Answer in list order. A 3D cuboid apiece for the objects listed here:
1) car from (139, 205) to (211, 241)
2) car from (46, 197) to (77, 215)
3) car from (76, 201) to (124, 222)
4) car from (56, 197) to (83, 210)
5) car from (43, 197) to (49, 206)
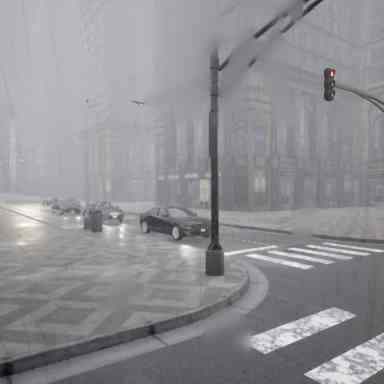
[{"bbox_3d":[-0.947,1.470,17.175,1.882,1.535,5.008,0,0,-36],"label":"car"},{"bbox_3d":[-13.010,1.518,34.093,2.033,1.411,5.357,0,0,-35],"label":"car"},{"bbox_3d":[-6.862,1.480,25.462,2.128,1.511,4.902,0,0,-36],"label":"car"},{"bbox_3d":[-16.401,1.489,44.262,2.033,1.411,5.357,0,0,-35],"label":"car"},{"bbox_3d":[-22.043,1.446,52.076,1.812,1.442,4.674,0,0,-36],"label":"car"}]
